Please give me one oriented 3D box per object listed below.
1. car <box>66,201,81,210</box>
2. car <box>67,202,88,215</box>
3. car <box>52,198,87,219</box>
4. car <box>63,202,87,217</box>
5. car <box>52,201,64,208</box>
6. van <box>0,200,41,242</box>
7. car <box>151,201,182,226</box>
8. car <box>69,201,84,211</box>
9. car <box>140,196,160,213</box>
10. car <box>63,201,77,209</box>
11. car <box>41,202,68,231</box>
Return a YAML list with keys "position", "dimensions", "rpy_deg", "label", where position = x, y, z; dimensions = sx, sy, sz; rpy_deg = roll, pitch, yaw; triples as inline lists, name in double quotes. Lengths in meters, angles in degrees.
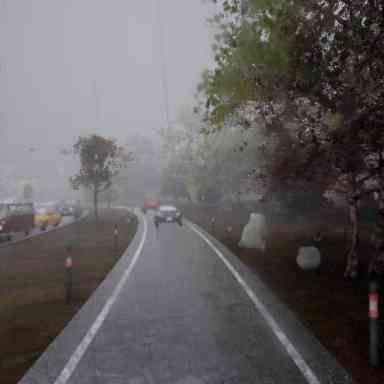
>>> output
- position: [-23.338, 2.629, 65.462]
  dimensions: [2.231, 1.521, 4.892]
  rpy_deg: [0, -2, -24]
  label: "car"
- position: [-15.271, 2.148, 44.616]
  dimensions: [2.231, 1.521, 4.892]
  rpy_deg: [2, -2, -16]
  label: "car"
- position: [-12.406, 1.672, 33.780]
  dimensions: [2.435, 2.045, 5.566]
  rpy_deg: [2, -2, -13]
  label: "car"
- position: [-13.750, 2.035, 39.237]
  dimensions: [2.231, 1.521, 4.892]
  rpy_deg: [2, -2, -15]
  label: "car"
- position: [-34.296, 3.136, 85.066]
  dimensions: [2.097, 1.535, 5.008]
  rpy_deg: [-2, -1, -31]
  label: "car"
- position: [-9.624, 1.423, 17.160]
  dimensions: [1.878, 1.987, 4.442]
  rpy_deg: [2, -2, -9]
  label: "van"
- position: [-1.791, 1.616, 23.917]
  dimensions: [1.812, 1.442, 4.674]
  rpy_deg: [0, 0, -8]
  label: "car"
- position: [-20.774, 2.482, 59.679]
  dimensions: [2.097, 1.535, 5.008]
  rpy_deg: [-1, -1, -23]
  label: "car"
- position: [-5.039, 1.499, 40.569]
  dimensions: [2.150, 2.045, 5.566]
  rpy_deg: [0, 0, -14]
  label: "car"
- position: [-25.885, 2.776, 70.570]
  dimensions: [2.097, 1.535, 5.008]
  rpy_deg: [0, -2, -27]
  label: "car"
- position: [-10.345, 1.723, 22.627]
  dimensions: [1.946, 1.575, 5.366]
  rpy_deg: [2, -2, -7]
  label: "car"
